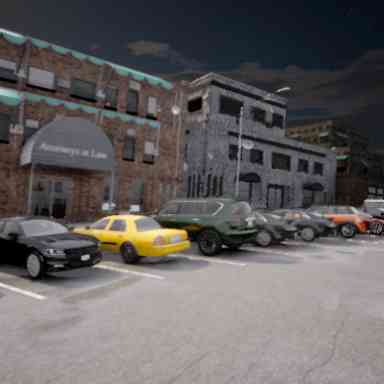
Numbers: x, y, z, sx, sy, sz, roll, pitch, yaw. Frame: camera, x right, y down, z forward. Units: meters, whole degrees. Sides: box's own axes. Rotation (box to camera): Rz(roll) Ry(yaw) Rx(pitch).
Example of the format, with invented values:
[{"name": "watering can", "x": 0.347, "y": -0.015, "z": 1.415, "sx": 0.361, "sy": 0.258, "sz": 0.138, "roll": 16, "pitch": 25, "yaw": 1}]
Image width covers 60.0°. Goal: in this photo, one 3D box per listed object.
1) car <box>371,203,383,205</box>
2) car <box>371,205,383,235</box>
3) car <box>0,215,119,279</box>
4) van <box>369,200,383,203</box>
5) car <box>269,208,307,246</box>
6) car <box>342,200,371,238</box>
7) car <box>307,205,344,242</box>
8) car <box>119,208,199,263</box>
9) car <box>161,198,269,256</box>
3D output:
[{"name": "car", "x": 11.918, "y": 1.714, "z": 22.009, "sx": 5.008, "sy": 1.535, "sz": 2.097, "roll": -1, "pitch": -2, "yaw": 35}, {"name": "car", "x": 9.551, "y": 1.692, "z": 20.301, "sx": 4.792, "sy": 1.488, "sz": 2.163, "roll": -1, "pitch": -2, "yaw": 35}, {"name": "car", "x": -4.845, "y": 1.479, "z": 10.144, "sx": 5.008, "sy": 1.535, "sz": 2.097, "roll": -1, "pitch": -1, "yaw": 35}, {"name": "van", "x": 14.228, "y": 1.547, "z": 23.761, "sx": 4.442, "sy": 1.987, "sz": 1.878, "roll": 0, "pitch": -1, "yaw": 35}, {"name": "car", "x": 2.336, "y": 1.543, "z": 15.230, "sx": 4.892, "sy": 1.521, "sz": 2.231, "roll": -1, "pitch": -1, "yaw": 35}, {"name": "car", "x": 7.149, "y": 1.490, "z": 18.604, "sx": 4.553, "sy": 1.767, "sz": 2.185, "roll": -1, "pitch": -1, "yaw": 35}, {"name": "car", "x": 4.735, "y": 1.579, "z": 16.927, "sx": 4.892, "sy": 1.521, "sz": 2.231, "roll": -1, "pitch": -1, "yaw": 35}, {"name": "car", "x": -2.601, "y": 1.491, "z": 11.946, "sx": 5.366, "sy": 1.575, "sz": 1.946, "roll": -1, "pitch": -1, "yaw": 35}, {"name": "car", "x": -0.086, "y": 1.265, "z": 13.556, "sx": 5.566, "sy": 2.045, "sz": 2.435, "roll": -1, "pitch": -1, "yaw": 35}]
